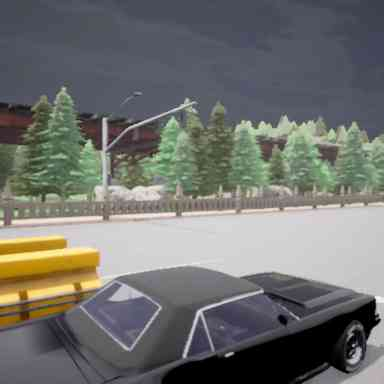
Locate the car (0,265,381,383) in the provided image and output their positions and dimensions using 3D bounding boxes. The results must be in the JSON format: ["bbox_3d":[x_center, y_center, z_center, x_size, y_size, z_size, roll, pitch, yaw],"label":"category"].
[{"bbox_3d":[0.234,1.592,3.934,4.718,1.301,1.895,0,0,-35],"label":"car"}]
